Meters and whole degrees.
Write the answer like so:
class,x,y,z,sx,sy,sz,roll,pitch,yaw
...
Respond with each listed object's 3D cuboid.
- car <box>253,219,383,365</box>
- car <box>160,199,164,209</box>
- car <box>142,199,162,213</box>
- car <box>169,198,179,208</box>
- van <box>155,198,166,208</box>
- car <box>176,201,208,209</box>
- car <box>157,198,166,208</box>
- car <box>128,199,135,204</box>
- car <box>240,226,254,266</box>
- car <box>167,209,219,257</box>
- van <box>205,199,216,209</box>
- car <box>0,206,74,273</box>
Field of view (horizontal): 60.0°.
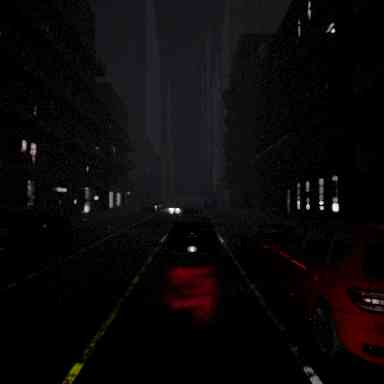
class,x,y,z,sx,sy,sz,roll,pitch,yaw
car,2.711,1.381,5.878,2.192,1.841,5.009,1,-1,0
car,-5.633,2.126,50.145,1.802,1.307,4.206,1,-1,0
car,-5.634,2.035,44.604,2.008,1.369,4.403,1,-1,0
car,-3.036,2.142,60.001,2.128,1.511,4.902,0,-1,0
van,-5.796,2.004,61.228,1.690,1.788,3.998,1,-1,0
car,0.027,1.804,28.509,2.128,1.511,4.902,0,0,0
car,-5.632,2.170,55.684,1.947,1.339,4.313,1,-1,0
car,-16.474,2.404,83.873,4.097,1.590,1.967,0,-2,0
car,2.707,1.709,11.415,1.802,1.307,4.206,1,-1,0
car,0.024,1.656,13.523,1.837,1.490,4.892,0,0,0
van,2.718,1.886,50.198,1.690,1.788,3.998,1,-1,0
car,-5.669,1.441,11.367,2.192,1.841,5.009,1,-1,0
